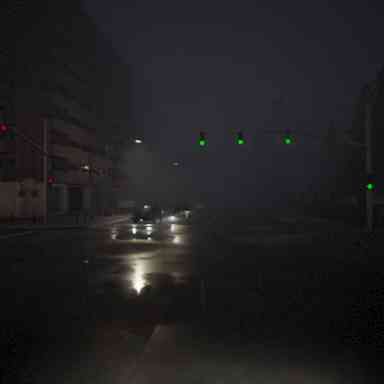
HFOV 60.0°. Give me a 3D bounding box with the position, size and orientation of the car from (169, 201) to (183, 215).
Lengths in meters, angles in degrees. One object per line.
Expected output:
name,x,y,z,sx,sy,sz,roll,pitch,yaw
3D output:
car,-2.614,2.019,39.011,1.895,1.301,4.718,0,-1,6

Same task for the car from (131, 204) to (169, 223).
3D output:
car,-3.712,1.864,28.894,2.033,1.411,5.357,0,-1,6

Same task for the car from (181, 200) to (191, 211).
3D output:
car,-1.344,2.013,50.688,1.882,1.535,5.008,0,0,6
